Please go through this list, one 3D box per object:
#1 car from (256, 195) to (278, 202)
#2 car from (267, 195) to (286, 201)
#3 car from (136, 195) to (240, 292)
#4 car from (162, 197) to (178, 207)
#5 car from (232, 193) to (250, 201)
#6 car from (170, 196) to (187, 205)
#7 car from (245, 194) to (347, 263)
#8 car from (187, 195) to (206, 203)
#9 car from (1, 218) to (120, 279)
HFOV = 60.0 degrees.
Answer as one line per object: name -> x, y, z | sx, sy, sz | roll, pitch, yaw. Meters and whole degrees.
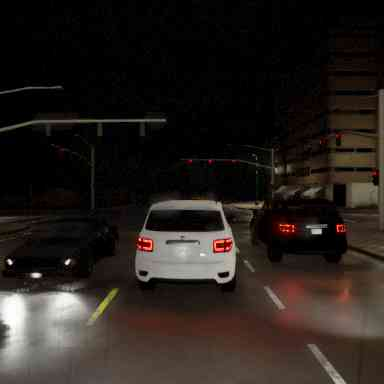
car -> 18.202, 1.540, 80.233 | 5.357, 1.411, 2.033 | 0, 0, -34
car -> 21.840, 1.524, 86.259 | 4.674, 1.442, 1.812 | 0, 0, -22
car -> 0.016, 1.221, 9.154 | 2.150, 2.045, 5.566 | 0, 0, 4
car -> -3.363, 1.505, 51.610 | 1.837, 1.490, 4.892 | 0, 0, 3
car -> 13.073, 1.225, 80.741 | 5.566, 2.045, 2.150 | 0, 0, -41
car -> -2.349, 1.505, 61.201 | 1.837, 1.490, 4.892 | 0, 0, 14
car -> 3.577, 1.221, 12.180 | 2.150, 2.045, 5.566 | 0, 0, 0
car -> 1.019, 1.478, 71.102 | 1.882, 1.535, 5.008 | 0, 0, 27
car -> -3.604, 1.547, 10.355 | 2.033, 1.411, 5.357 | 0, 0, 0
